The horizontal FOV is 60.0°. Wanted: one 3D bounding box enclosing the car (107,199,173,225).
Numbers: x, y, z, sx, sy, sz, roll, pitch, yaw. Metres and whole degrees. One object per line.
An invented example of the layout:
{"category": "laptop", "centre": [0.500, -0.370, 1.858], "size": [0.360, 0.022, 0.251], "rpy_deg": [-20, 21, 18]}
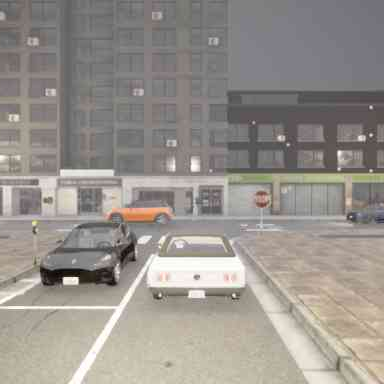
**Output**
{"category": "car", "centre": [-3.591, 1.343, 22.970], "size": [4.553, 1.767, 2.097], "rpy_deg": [0, 0, 0]}

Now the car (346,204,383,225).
{"category": "car", "centre": [12.993, 1.518, 22.965], "size": [4.181, 1.385, 1.994], "rpy_deg": [0, 0, 0]}

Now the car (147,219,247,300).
{"category": "car", "centre": [0.111, 1.598, 8.354], "size": [1.895, 1.301, 4.718], "rpy_deg": [0, 0, 0]}

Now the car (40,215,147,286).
{"category": "car", "centre": [-2.642, 1.562, 9.420], "size": [1.947, 1.339, 4.313], "rpy_deg": [0, 0, 0]}
